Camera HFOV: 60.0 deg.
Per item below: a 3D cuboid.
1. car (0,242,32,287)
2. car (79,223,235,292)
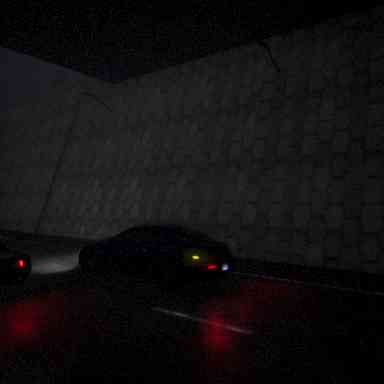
[{"bbox_3d":[-6.125,1.688,8.353,4.718,1.301,1.895,-1,0,35],"label":"car"},{"bbox_3d":[-1.096,1.580,9.069,4.674,1.442,1.812,-1,0,35],"label":"car"}]
